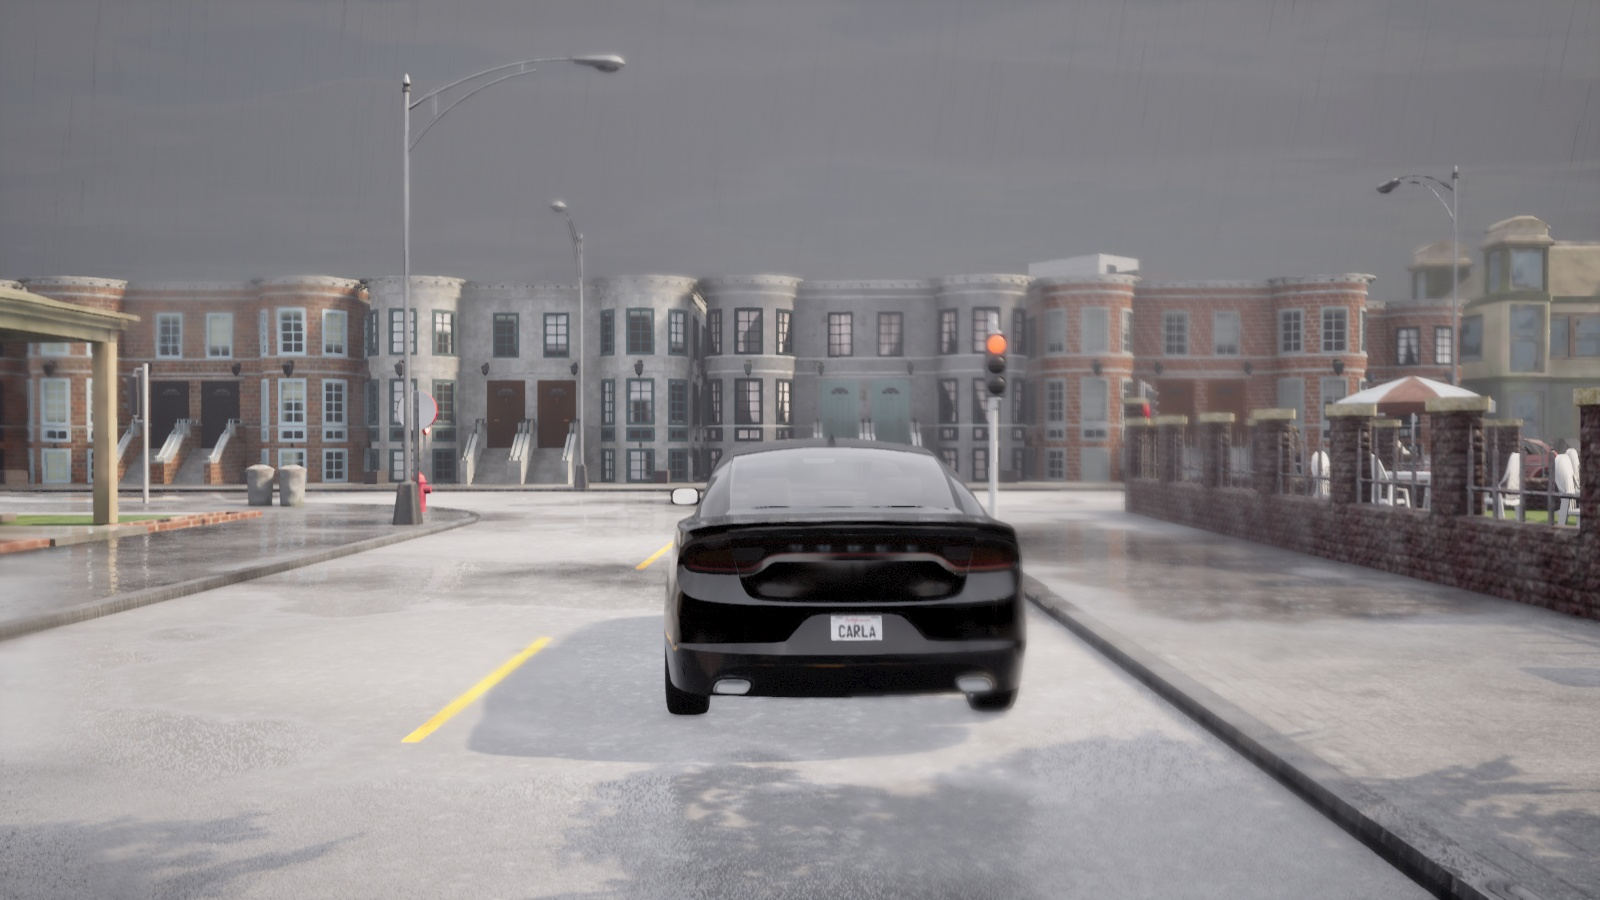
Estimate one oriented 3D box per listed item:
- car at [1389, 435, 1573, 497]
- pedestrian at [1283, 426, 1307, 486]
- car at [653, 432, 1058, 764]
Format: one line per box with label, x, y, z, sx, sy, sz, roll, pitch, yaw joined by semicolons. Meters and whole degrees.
car;18.454;0.416;34.164;3.988;1.617;1.851;0;0;1
pedestrian;15.427;0.189;39.130;0.634;1.846;0.331;0;0;9
car;0.155;0.665;8.333;1.882;1.535;5.008;0;0;-2
